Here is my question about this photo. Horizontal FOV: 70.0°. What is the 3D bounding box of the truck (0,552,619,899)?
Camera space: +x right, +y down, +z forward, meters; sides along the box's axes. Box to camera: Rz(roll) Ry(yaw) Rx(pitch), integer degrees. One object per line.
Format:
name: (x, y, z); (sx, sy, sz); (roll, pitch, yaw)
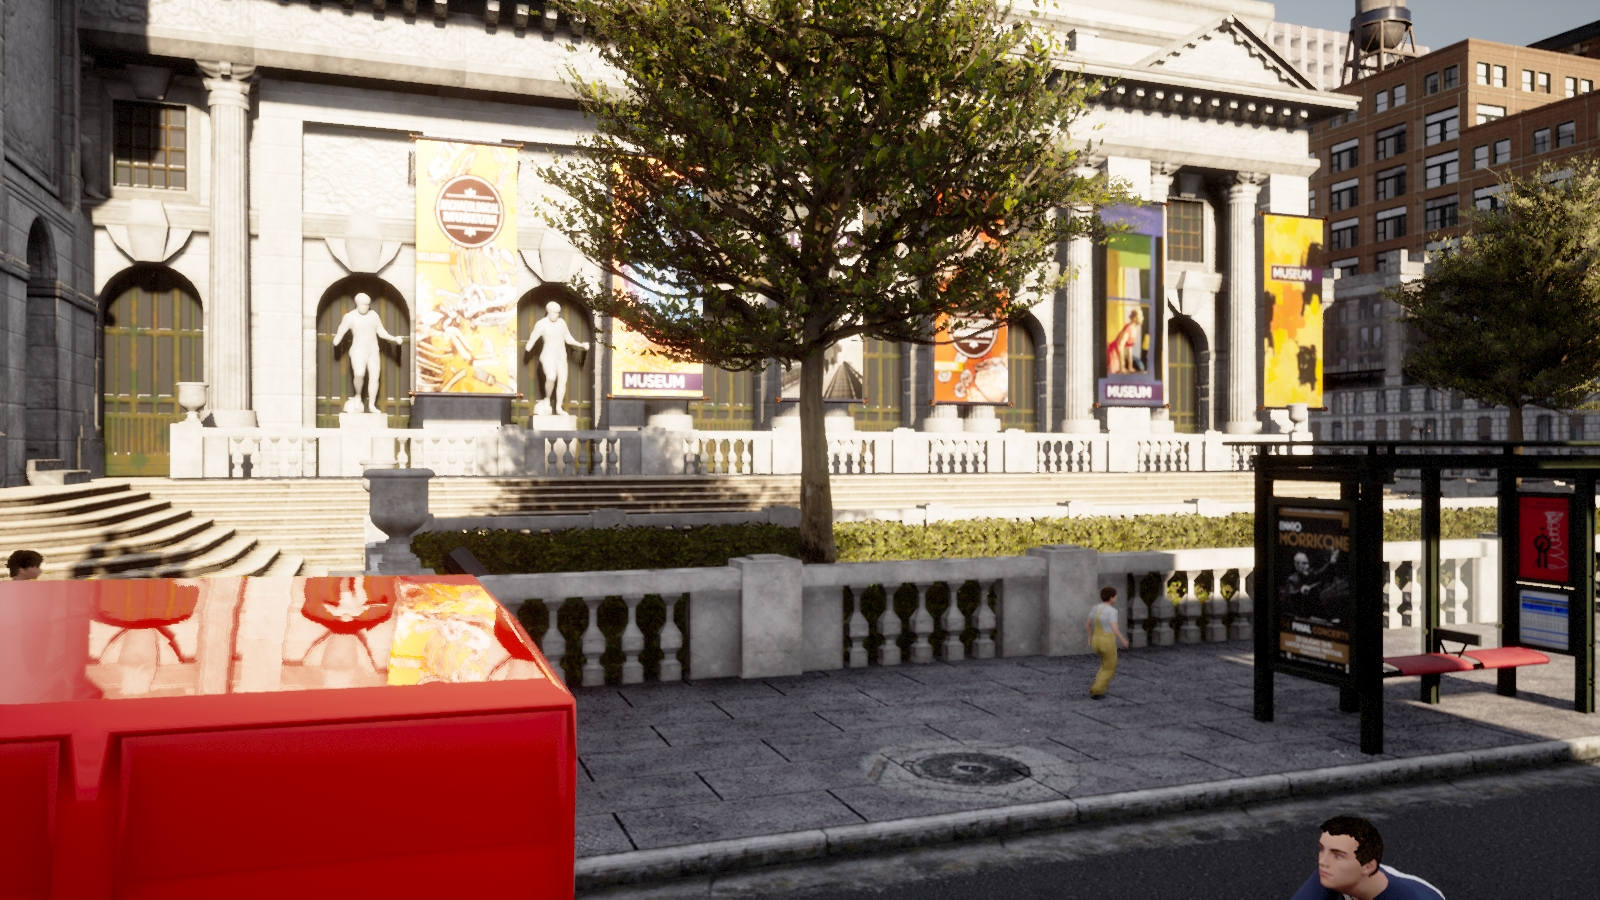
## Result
truck: (-3.194, 1.577, 2.133); (5.204, 2.467, 2.627); (1, 0, -20)

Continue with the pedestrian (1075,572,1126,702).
pedestrian: (3.209, 1.983, 12.197); (0.375, 1.300, 0.375); (0, 0, -23)
